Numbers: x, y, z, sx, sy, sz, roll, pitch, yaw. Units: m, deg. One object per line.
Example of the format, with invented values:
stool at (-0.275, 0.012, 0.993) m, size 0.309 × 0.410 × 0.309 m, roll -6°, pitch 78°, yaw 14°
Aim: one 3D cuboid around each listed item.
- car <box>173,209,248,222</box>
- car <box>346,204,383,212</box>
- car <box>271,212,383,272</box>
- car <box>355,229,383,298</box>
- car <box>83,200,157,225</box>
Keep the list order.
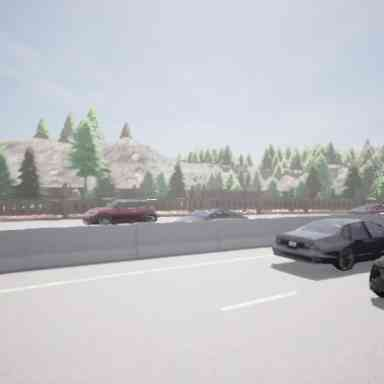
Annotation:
car at (1.014, 1.543, 16.668) m, size 4.181 × 1.385 × 1.994 m, roll 0°, pitch 0°, yaw -28°
car at (14.296, 1.652, 26.530) m, size 4.181 × 1.385 × 1.994 m, roll 1°, pitch 0°, yaw -19°
car at (5.111, 1.560, 10.810) m, size 5.357 × 1.411 × 2.033 m, roll 0°, pitch 0°, yaw -29°
car at (5.758, 1.585, 7.085) m, size 4.181 × 1.385 × 1.994 m, roll 0°, pitch 0°, yaw -30°
car at (-4.615, 1.285, 21.466) m, size 4.553 × 1.767 × 2.097 m, roll 0°, pitch 0°, yaw -30°
